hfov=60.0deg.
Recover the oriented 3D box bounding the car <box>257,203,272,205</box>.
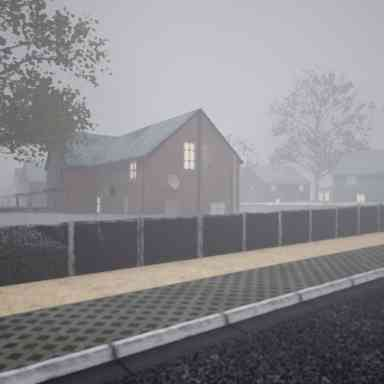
[{"bbox_3d":[8.259,2.040,36.882,1.882,1.535,5.008,1,-2,-35],"label":"car"}]
